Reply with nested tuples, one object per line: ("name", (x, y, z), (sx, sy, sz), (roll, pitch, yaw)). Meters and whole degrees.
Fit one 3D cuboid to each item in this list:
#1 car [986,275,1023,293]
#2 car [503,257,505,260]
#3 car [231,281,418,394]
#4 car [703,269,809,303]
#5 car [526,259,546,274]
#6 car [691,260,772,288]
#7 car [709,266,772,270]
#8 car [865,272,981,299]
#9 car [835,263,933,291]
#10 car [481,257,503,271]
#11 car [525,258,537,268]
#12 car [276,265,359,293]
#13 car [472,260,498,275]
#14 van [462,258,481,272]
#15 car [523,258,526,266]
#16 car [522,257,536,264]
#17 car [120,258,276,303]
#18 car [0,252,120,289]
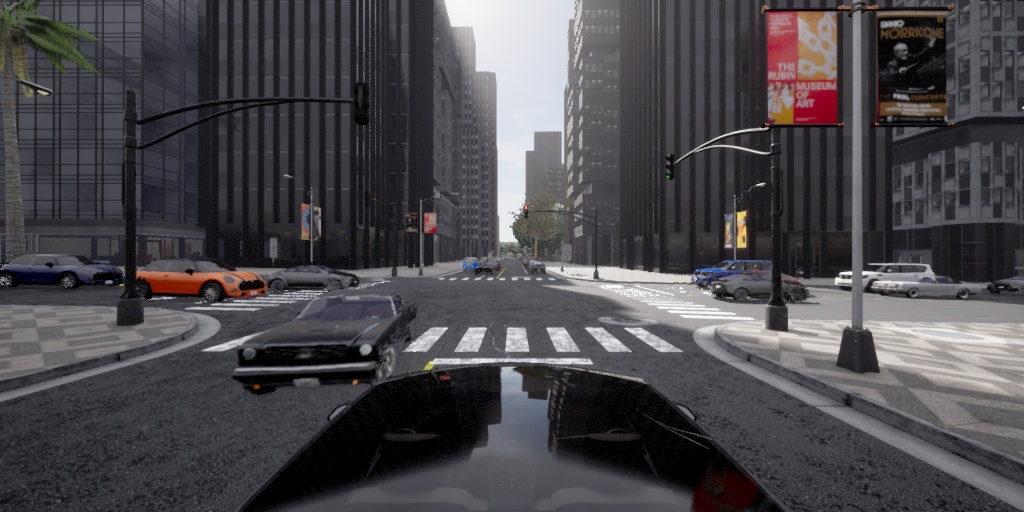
("car", (35.928, 2.021, 24.853), (4.181, 1.385, 1.994), (1, 0, 0))
("car", (-2.682, 1.269, 59.519), (1.837, 1.490, 4.892), (0, 0, 1))
("car", (-3.016, 1.351, 6.886), (1.895, 1.301, 4.718), (0, 0, -8))
("car", (12.499, 1.568, 18.262), (4.181, 1.385, 1.994), (1, 0, 0))
("car", (2.988, 1.308, 41.771), (2.007, 1.370, 4.403), (0, 0, 1))
("car", (15.530, 1.293, 24.943), (5.566, 2.045, 2.150), (1, 0, 0))
("car", (14.844, 1.579, 21.701), (4.674, 1.442, 1.812), (1, 0, 0))
("car", (24.824, 1.841, 21.660), (4.718, 1.301, 1.895), (1, 0, 0))
("car", (25.887, 1.487, 24.904), (5.566, 2.045, 2.150), (1, 0, 0))
("car", (-2.789, 1.112, 49.269), (2.097, 1.767, 4.553), (0, 0, 1))
("car", (3.044, 1.285, 47.453), (1.751, 1.417, 4.829), (0, 0, 1))
("car", (-10.309, 1.156, 18.820), (4.181, 1.385, 1.994), (1, 0, -6))
("car", (-2.896, 1.358, 38.986), (1.895, 1.301, 4.718), (0, 0, 1))
("van", (-5.482, 1.100, 47.366), (1.690, 1.789, 3.998), (0, 0, 1))
("car", (3.097, 1.312, 52.796), (2.007, 1.370, 4.403), (0, 0, 1))
("car", (3.152, 1.078, 58.309), (2.192, 1.841, 5.009), (0, 0, 1))
("car", (-12.803, 0.892, 14.842), (4.553, 1.767, 2.097), (1, 0, 4))
("car", (-22.904, 0.721, 18.406), (4.553, 1.767, 2.097), (1, 0, 0))
